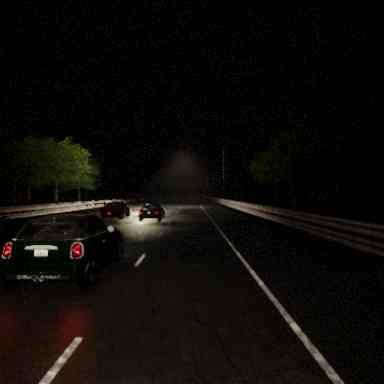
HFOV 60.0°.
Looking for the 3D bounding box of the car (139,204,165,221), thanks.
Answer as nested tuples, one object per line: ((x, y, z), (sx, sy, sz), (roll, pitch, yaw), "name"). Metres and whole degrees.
((-3.439, 1.729, 28.993), (2.033, 1.411, 5.357), (0, 0, 0), "car")

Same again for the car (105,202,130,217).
((-6.940, 1.668, 30.364), (1.882, 1.535, 5.008), (0, 0, 0), "car")

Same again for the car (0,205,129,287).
((-3.412, 1.415, 9.644), (2.097, 1.767, 4.553), (0, 0, 0), "car")
